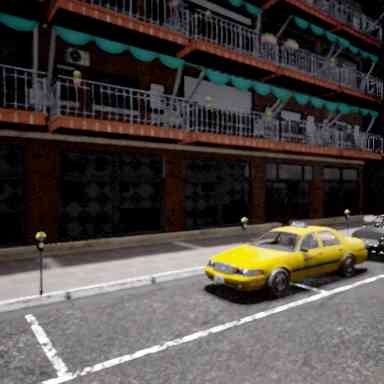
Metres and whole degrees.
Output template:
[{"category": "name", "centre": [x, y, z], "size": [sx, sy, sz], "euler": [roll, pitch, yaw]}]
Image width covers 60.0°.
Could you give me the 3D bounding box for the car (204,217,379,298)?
[{"category": "car", "centre": [2.533, 1.467, 8.354], "size": [4.829, 1.417, 1.752], "euler": [-1, 0, -35]}]

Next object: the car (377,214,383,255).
[{"category": "car", "centre": [7.287, 1.444, 11.736], "size": [4.403, 1.369, 2.008], "euler": [-1, 0, -35]}]
